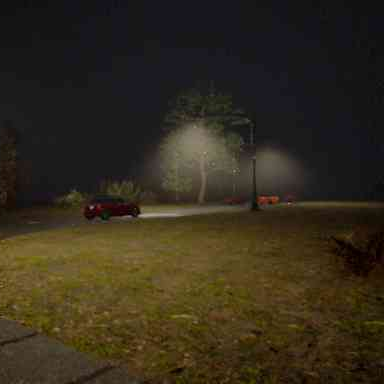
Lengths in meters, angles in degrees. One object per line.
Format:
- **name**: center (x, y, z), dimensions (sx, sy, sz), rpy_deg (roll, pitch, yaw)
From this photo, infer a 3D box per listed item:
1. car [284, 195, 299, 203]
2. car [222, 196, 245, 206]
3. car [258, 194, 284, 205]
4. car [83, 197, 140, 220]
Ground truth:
- **car**: center (17.620, 1.181, 59.821), dimensions (1.812, 1.442, 4.674), rpy_deg (-2, -1, 35)
- **car**: center (6.271, 1.299, 50.034), dimensions (1.882, 1.535, 5.008), rpy_deg (-2, -1, 36)
- **car**: center (12.004, 1.053, 51.839), dimensions (2.097, 1.767, 4.553), rpy_deg (-2, -1, 36)
- **car**: center (-6.215, 1.211, 26.331), dimensions (2.097, 1.767, 4.553), rpy_deg (-2, -1, 35)
